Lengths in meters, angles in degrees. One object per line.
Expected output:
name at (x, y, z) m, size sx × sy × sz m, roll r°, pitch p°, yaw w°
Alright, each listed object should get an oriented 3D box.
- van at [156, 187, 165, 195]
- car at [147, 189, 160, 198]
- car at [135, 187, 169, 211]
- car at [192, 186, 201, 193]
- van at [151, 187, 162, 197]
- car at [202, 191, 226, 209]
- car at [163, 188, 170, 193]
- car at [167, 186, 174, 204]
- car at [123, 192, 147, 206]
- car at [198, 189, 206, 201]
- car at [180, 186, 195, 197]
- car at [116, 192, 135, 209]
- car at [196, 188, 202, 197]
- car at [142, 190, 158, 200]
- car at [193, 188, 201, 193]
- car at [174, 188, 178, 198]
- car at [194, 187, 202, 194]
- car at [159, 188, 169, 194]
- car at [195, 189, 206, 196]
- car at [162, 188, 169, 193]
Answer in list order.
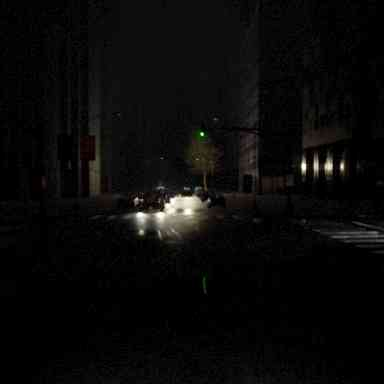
van at (-6.879, -0.229, 73.429) m, size 1.690 × 1.788 × 3.998 m, roll 0°, pitch 1°, yaw -1°
car at (-6.607, 0.295, 57.029) m, size 1.752 × 1.417 × 4.829 m, roll 0°, pitch 1°, yaw -1°
car at (-3.459, 0.705, 29.514) m, size 2.097 × 1.767 × 4.553 m, roll 0°, pitch 1°, yaw -2°
car at (1.280, -0.688, 95.570) m, size 2.192 × 1.841 × 5.009 m, roll 0°, pitch 1°, yaw -1°
van at (-6.700, -0.005, 62.606) m, size 1.690 × 1.788 × 3.998 m, roll 0°, pitch 1°, yaw -1°
car at (2.328, 0.857, 32.369) m, size 2.008 × 1.369 × 4.403 m, roll 0°, pitch 1°, yaw -1°
car at (-7.238, -0.467, 95.079) m, size 1.887 × 1.381 × 4.507 m, roll 0°, pitch 1°, yaw -1°
car at (-3.649, 0.483, 40.068) m, size 2.097 × 1.767 × 4.553 m, roll 0°, pitch 1°, yaw -1°
car at (-6.279, 0.735, 37.221) m, size 2.008 × 1.369 × 4.403 m, roll 0°, pitch 1°, yaw -1°
car at (2.147, 0.622, 43.254) m, size 1.887 × 1.381 × 4.507 m, roll 0°, pitch 1°, yaw -1°
car at (-0.911, 0.174, 61.174) m, size 1.882 × 1.535 × 5.008 m, roll 0°, pitch 1°, yaw -1°
car at (-6.196, 0.840, 32.231) m, size 2.008 × 1.369 × 4.403 m, roll 0°, pitch 1°, yaw -1°
car at (2.057, 0.514, 48.696) m, size 2.008 × 1.369 × 4.403 m, roll 0°, pitch 1°, yaw -1°
car at (-6.521, 0.445, 51.788) m, size 1.947 × 1.339 × 4.313 m, roll 0°, pitch 1°, yaw -1°
car at (1.368, -0.345, 90.288) m, size 2.008 × 1.369 × 4.403 m, roll 0°, pitch 1°, yaw -1°
car at (-3.878, 0.415, 55.195) m, size 1.895 × 1.301 × 4.718 m, roll 0°, pitch 1°, yaw 0°
car at (1.893, 0.308, 58.565) m, size 2.008 × 1.369 × 4.403 m, roll 0°, pitch 1°, yaw -1°
car at (-7.059, -0.241, 84.256) m, size 2.008 × 1.369 × 4.403 m, roll 0°, pitch 1°, yaw -1°
car at (1.718, 0.104, 69.141) m, size 1.947 × 1.339 × 4.313 m, roll 0°, pitch 1°, yaw -1°
car at (-7.148, -0.320, 89.667) m, size 1.802 × 1.307 × 4.206 m, roll 0°, pitch 1°, yaw -1°
